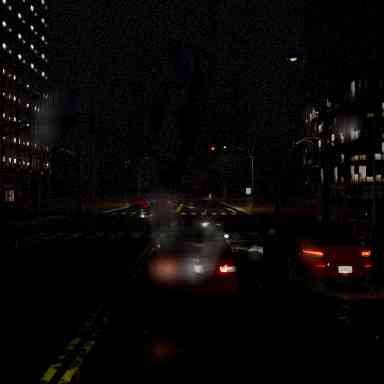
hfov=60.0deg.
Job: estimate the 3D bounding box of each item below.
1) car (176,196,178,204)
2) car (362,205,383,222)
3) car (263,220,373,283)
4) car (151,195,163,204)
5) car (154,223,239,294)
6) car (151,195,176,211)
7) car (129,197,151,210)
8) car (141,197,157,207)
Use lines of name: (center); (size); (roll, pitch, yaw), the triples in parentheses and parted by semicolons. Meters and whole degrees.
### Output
car: (-3.448, 1.454, 49.591); (1.837, 1.490, 4.892); (0, 0, 0)
car: (16.062, 1.617, 26.841); (4.181, 1.385, 1.994); (0, 0, 1)
car: (3.330, 1.522, 9.537); (1.812, 1.442, 4.674); (0, 0, 0)
car: (-6.717, 1.422, 64.951); (1.837, 1.490, 4.892); (0, 0, 0)
car: (0.081, 1.544, 8.951); (2.033, 1.411, 5.357); (0, 0, 0)
car: (-3.430, 1.318, 40.700); (2.097, 1.767, 4.553); (0, 0, 0)
car: (-6.687, 1.441, 42.319); (1.882, 1.535, 5.008); (0, 0, 0)
car: (-6.706, 1.470, 52.239); (1.812, 1.442, 4.674); (0, 0, 0)
